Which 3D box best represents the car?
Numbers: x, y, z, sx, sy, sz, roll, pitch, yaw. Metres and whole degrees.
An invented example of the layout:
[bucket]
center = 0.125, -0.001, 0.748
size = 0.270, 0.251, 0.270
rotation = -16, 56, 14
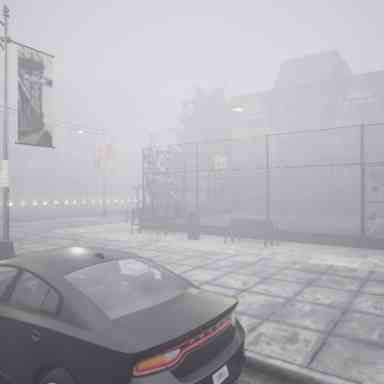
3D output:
[car]
center = -1.765, 1.484, 4.391
size = 5.008, 1.535, 2.097
rotation = 0, 0, 35
